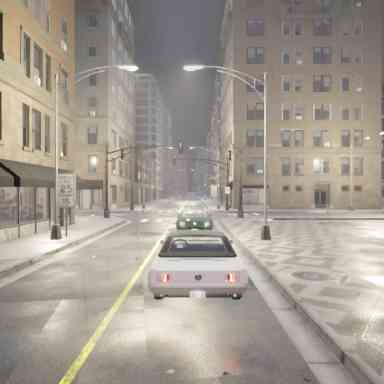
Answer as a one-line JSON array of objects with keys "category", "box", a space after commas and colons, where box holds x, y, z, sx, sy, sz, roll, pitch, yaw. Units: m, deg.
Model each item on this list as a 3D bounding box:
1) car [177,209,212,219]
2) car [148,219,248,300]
[{"category": "car", "box": [0.133, 1.599, 18.589, 1.895, 1.301, 4.718, 0, 0, 0]}, {"category": "car", "box": [0.115, 1.600, 8.354, 1.895, 1.301, 4.718, 0, 0, 0]}]
